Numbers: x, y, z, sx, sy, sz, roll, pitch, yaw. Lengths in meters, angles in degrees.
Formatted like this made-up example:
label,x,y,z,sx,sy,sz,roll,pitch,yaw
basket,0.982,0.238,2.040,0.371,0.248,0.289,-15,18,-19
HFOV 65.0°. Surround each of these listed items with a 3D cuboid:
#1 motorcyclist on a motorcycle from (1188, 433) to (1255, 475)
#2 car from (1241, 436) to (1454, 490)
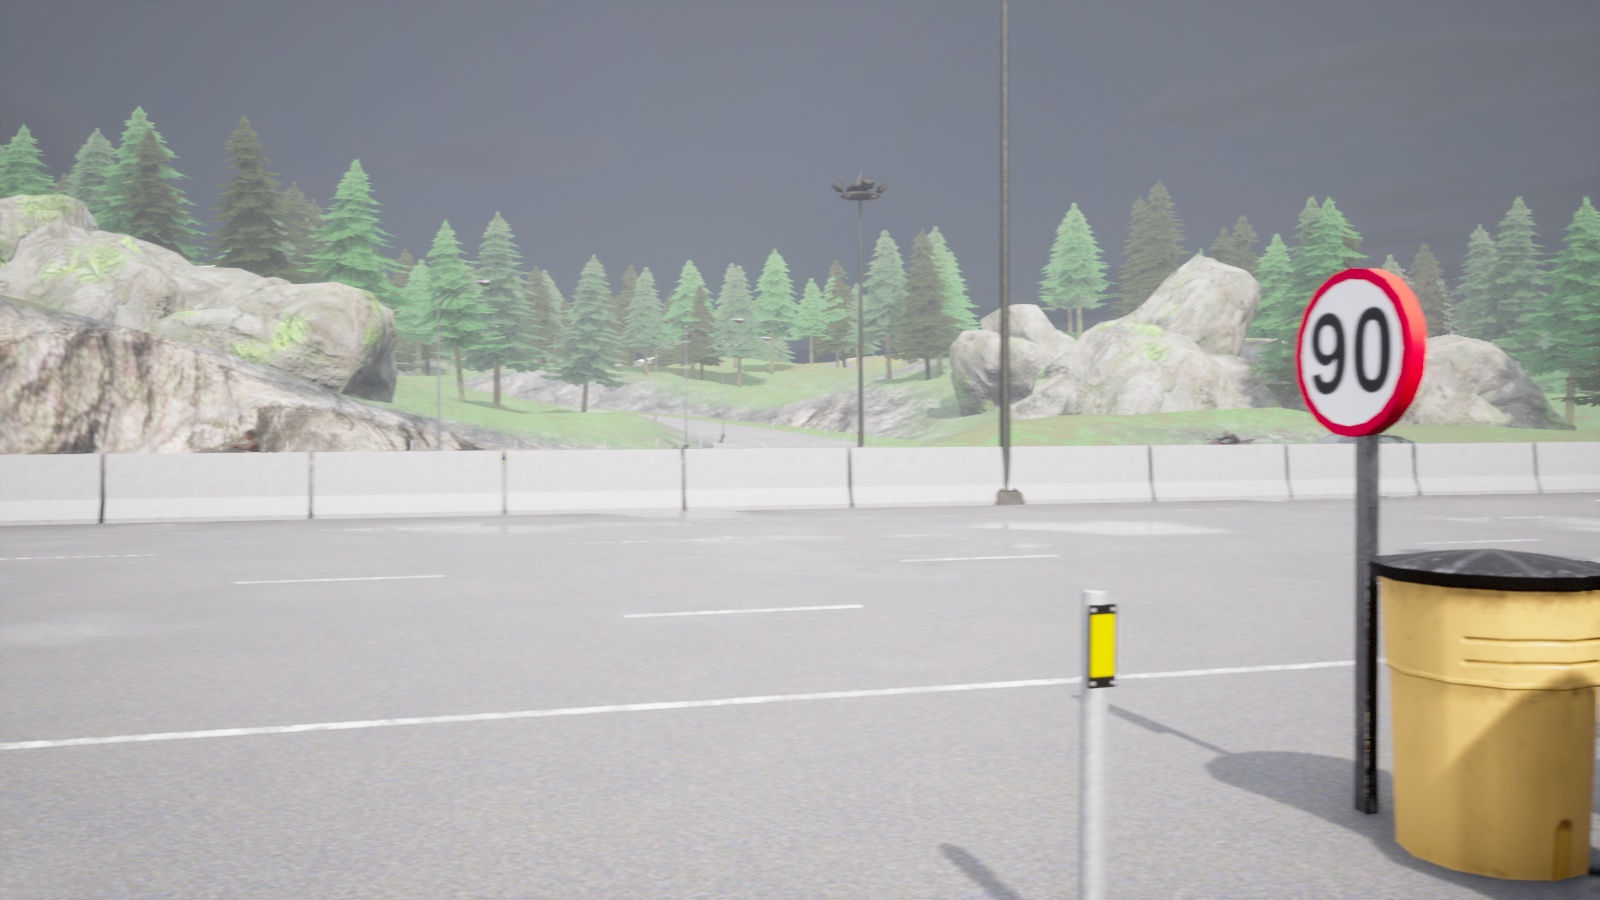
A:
label,x,y,z,sx,sy,sz,roll,pitch,yaw
motorcyclist on a motorcycle,15.466,0.140,46.070,2.191,1.530,0.866,0,1,-15
car,15.310,0.335,35.147,5.357,1.411,2.033,0,1,-15
